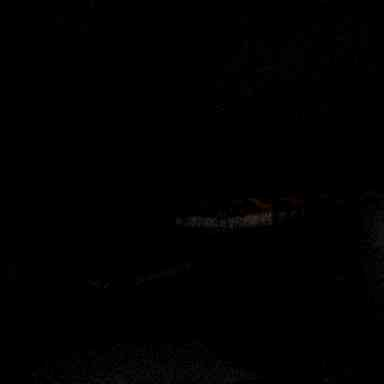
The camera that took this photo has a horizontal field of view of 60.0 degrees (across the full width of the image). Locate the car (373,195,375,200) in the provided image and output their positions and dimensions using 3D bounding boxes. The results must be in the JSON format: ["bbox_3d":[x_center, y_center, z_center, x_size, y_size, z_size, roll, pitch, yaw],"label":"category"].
[{"bbox_3d":[42.643,1.578,84.683,5.366,1.575,1.946,1,0,13],"label":"car"}]

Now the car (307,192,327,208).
[{"bbox_3d":[14.070,1.074,43.148,5.566,2.045,2.435,1,0,16],"label":"car"}]

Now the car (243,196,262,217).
[{"bbox_3d":[2.986,1.223,27.599,4.892,1.521,2.231,1,0,16],"label":"car"}]

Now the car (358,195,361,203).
[{"bbox_3d":[28.089,1.454,62.488,5.366,1.575,1.946,1,0,15],"label":"car"}]

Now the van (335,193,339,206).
[{"bbox_3d":[19.398,1.150,50.386,4.442,1.987,1.878,1,0,16],"label":"van"}]

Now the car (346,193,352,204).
[{"bbox_3d":[24.494,1.452,57.679,4.792,1.488,2.163,1,0,15],"label":"car"}]

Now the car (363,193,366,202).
[{"bbox_3d":[33.010,1.501,69.828,5.008,1.535,2.097,1,0,15],"label":"car"}]

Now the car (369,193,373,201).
[{"bbox_3d":[39.616,1.557,79.666,5.008,1.535,2.097,1,0,13],"label":"car"}]

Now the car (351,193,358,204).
[{"bbox_3d":[26.167,1.187,60.110,5.566,2.045,2.435,1,0,15],"label":"car"}]

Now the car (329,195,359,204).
[{"bbox_3d":[29.622,1.471,64.957,4.892,1.521,2.231,1,0,15],"label":"car"}]

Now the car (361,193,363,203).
[{"bbox_3d":[31.348,1.360,67.384,4.553,1.767,2.185,1,0,15],"label":"car"}]

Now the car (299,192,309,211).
[{"bbox_3d":[10.666,1.168,38.286,4.553,1.767,2.185,1,0,16],"label":"car"}]

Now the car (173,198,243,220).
[{"bbox_3d":[1.001,1.203,24.846,4.892,1.521,2.231,1,0,16],"label":"car"}]

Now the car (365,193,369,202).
[{"bbox_3d":[36.302,1.559,74.738,4.792,1.488,2.163,1,0,14],"label":"car"}]

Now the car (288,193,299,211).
[{"bbox_3d":[8.877,1.151,35.889,4.553,1.767,2.185,1,0,16],"label":"car"}]

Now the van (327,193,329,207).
[{"bbox_3d":[15.941,1.117,45.536,4.442,1.987,1.878,1,0,16],"label":"van"}]

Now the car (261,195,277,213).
[{"bbox_3d":[4.776,1.234,30.406,5.366,1.575,1.946,1,0,16],"label":"car"}]

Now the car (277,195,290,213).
[{"bbox_3d":[6.958,1.288,33.118,4.792,1.488,2.163,1,0,16],"label":"car"}]

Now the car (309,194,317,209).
[{"bbox_3d":[12.364,1.349,40.725,4.674,1.452,2.002,1,0,16],"label":"car"}]

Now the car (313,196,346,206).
[{"bbox_3d":[22.708,1.435,55.264,4.792,1.488,2.163,1,0,16],"label":"car"}]

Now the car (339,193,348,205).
[{"bbox_3d":[21.191,1.390,52.789,5.366,1.575,1.946,1,0,16],"label":"car"}]

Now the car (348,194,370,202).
[{"bbox_3d":[41.197,1.445,82.164,4.553,1.767,2.185,1,0,13],"label":"car"}]

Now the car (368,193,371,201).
[{"bbox_3d":[38.012,1.574,77.195,4.792,1.488,2.163,1,0,14],"label":"car"}]

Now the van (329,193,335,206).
[{"bbox_3d":[17.669,1.133,47.961,4.442,1.987,1.878,1,0,16],"label":"van"}]
